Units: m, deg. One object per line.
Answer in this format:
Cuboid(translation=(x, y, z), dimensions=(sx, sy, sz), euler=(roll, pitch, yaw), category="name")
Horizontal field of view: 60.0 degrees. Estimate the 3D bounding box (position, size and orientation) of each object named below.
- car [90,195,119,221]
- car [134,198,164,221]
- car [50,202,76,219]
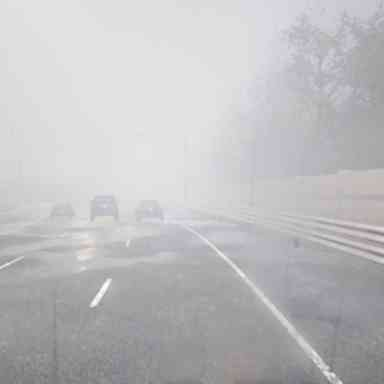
Cuboid(translation=(-7.286, 1.265, 27.734), dimensions=(2.150, 2.045, 5.566), euler=(0, 0, -15), category="car")
Cuboid(translation=(-3.647, 1.372, 27.417), dimensions=(2.097, 1.767, 4.553), euler=(0, 0, -13), category="car")
Cuboid(translation=(-11.807, 1.637, 30.631), dimensions=(1.994, 1.385, 4.181), euler=(0, 0, -16), category="car")
